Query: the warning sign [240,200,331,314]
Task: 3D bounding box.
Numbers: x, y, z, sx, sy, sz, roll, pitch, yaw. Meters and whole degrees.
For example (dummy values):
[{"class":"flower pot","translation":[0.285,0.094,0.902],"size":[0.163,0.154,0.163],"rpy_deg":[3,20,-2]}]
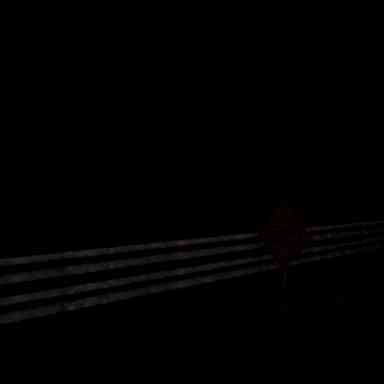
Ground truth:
[{"class":"warning sign","translation":[1.775,1.106,6.418],"size":[1.060,1.860,1.300],"rpy_deg":[0,1,-36]}]
